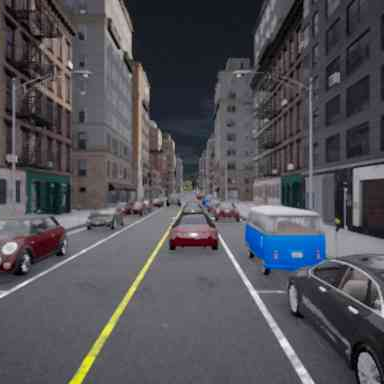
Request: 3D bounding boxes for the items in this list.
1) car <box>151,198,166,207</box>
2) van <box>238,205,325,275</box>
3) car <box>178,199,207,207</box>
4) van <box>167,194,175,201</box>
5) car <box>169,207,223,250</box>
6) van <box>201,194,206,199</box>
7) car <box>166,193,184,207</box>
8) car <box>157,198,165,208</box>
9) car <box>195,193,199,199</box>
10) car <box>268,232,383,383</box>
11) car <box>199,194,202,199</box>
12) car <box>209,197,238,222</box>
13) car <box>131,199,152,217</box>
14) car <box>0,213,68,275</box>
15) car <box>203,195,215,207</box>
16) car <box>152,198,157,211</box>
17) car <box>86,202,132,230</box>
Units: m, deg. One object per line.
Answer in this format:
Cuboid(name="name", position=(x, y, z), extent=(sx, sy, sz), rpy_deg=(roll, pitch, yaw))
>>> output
Cuboid(name="car", position=(-5.391, 1.626, 54.290), extent=(1.947, 1.339, 4.313), rpy_deg=(0, 0, 0))
Cuboid(name="van", position=(2.636, 1.350, 10.203), extent=(1.690, 1.788, 3.998), rpy_deg=(0, 0, 0))
Cuboid(name="car", position=(0.073, 1.596, 29.513), extent=(1.994, 1.385, 4.181), rpy_deg=(0, 0, 0))
Cuboid(name="van", position=(-5.413, 1.430, 86.254), extent=(1.690, 1.788, 3.998), rpy_deg=(0, 0, 0))
Cuboid(name="car", position=(0.074, 1.578, 14.515), extent=(1.994, 1.385, 4.181), rpy_deg=(0, 0, 0))
Cuboid(name="van", position=(2.635, 1.395, 48.779), extent=(1.690, 1.788, 3.998), rpy_deg=(0, 0, 0))
Cuboid(name="car", position=(-2.814, 1.281, 51.544), extent=(2.150, 2.045, 5.566), rpy_deg=(0, 0, 0))
Cuboid(name="car", position=(-5.390, 1.599, 48.779), extent=(1.887, 1.381, 4.507), rpy_deg=(0, 0, 0))
Cuboid(name="car", position=(2.700, 1.408, 91.662), extent=(2.192, 1.841, 5.009), rpy_deg=(0, 0, 0))
Cuboid(name="car", position=(2.637, 1.554, 4.692), extent=(2.008, 1.369, 4.403), rpy_deg=(0, 0, 0))
Cuboid(name="car", position=(2.634, 1.375, 54.291), extent=(2.192, 1.841, 5.009), rpy_deg=(0, 0, 0))
Cuboid(name="car", position=(2.636, 1.469, 26.735), extent=(1.967, 1.590, 4.097), rpy_deg=(0, 0, 0))
Cuboid(name="car", position=(-5.390, 1.580, 32.246), extent=(1.887, 1.381, 4.507), rpy_deg=(0, 0, 0))
Cuboid(name="car", position=(-5.388, 1.449, 10.202), extent=(1.967, 1.590, 4.097), rpy_deg=(0, 0, 0))
Cuboid(name="car", position=(2.635, 1.482, 37.758), extent=(1.967, 1.590, 4.097), rpy_deg=(0, 0, 0))
Cuboid(name="car", position=(-5.390, 1.624, 37.757), extent=(1.802, 1.307, 4.206), rpy_deg=(0, 0, 0))
Cuboid(name="car", position=(-5.389, 1.573, 21.224), extent=(2.008, 1.369, 4.403), rpy_deg=(0, 0, 0))
